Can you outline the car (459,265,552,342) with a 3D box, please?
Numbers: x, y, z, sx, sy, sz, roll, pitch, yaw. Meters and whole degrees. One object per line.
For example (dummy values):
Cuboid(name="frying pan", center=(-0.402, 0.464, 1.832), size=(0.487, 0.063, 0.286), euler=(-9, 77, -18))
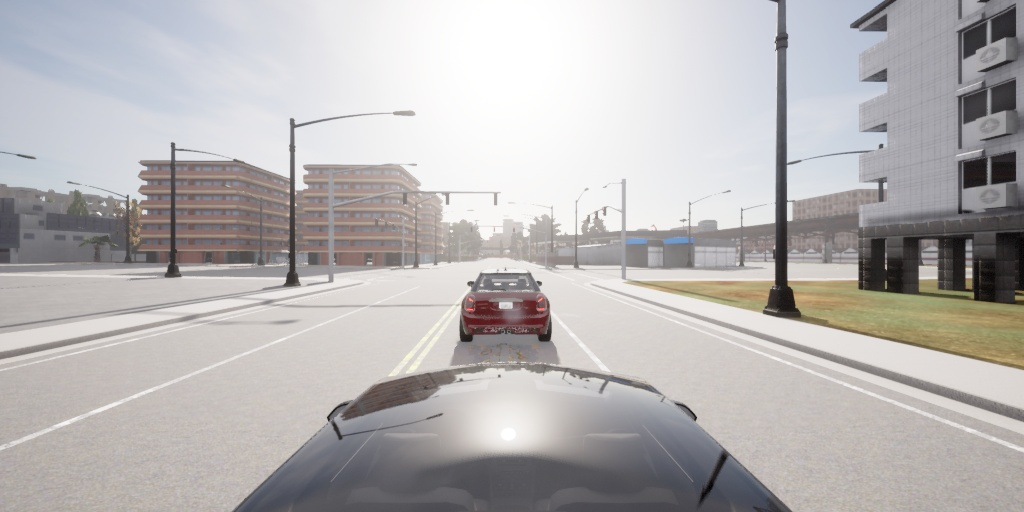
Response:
Cuboid(name="car", center=(-0.196, 1.102, 9.965), size=(2.097, 1.767, 4.553), euler=(0, 0, -2))
